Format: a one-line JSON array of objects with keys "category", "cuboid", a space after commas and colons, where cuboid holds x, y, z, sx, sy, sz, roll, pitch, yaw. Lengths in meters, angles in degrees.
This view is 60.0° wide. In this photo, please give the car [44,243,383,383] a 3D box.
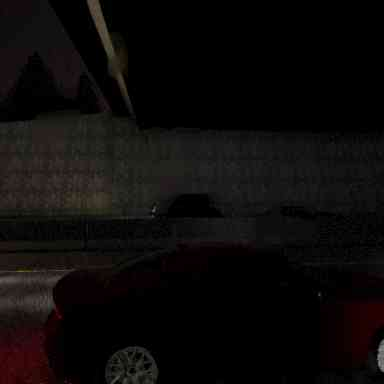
[{"category": "car", "cuboid": [0.691, 1.470, 4.575, 5.008, 1.535, 1.882, 0, 0, -6]}]

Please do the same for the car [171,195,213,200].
[{"category": "car", "cuboid": [-0.954, 1.319, 25.719, 4.553, 1.767, 2.097, 0, 0, -6]}]

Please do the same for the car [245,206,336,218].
[{"category": "car", "cuboid": [5.672, 1.513, 19.388, 5.357, 1.411, 2.033, 0, 0, -6]}]

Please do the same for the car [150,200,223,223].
[{"category": "car", "cuboid": [-0.254, 1.496, 22.261, 4.674, 1.442, 1.812, 0, 0, -6]}]
